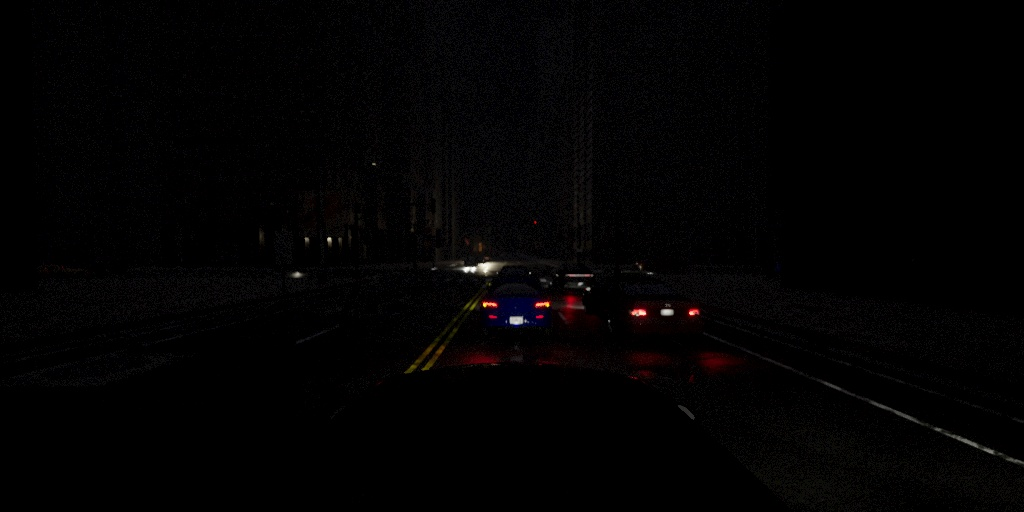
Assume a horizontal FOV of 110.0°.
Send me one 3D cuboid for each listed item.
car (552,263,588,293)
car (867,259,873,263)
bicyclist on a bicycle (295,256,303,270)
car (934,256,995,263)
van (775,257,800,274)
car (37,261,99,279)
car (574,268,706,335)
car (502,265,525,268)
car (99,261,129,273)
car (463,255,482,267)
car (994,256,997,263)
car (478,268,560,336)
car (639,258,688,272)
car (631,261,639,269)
[{"bbox_3d":[3.350,1.157,20.031,2.128,1.511,4.902,0,0,0],"label":"car"},{"bbox_3d":[32.970,1.188,35.269,4.207,1.307,1.802,0,0,0],"label":"car"},{"bbox_3d":[-25.875,0.837,43.630,0.582,1.620,1.656,0,1,0],"label":"bicyclist on a bicycle"},{"bbox_3d":[43.849,1.036,35.205,4.097,1.591,1.967,0,0,0],"label":"car"},{"bbox_3d":[27.529,0.953,35.302,3.998,1.789,1.690,0,0,0],"label":"van"},{"bbox_3d":[-40.824,1.330,32.252,4.829,1.417,1.751,0,0,0],"label":"car"},{"bbox_3d":[3.352,1.260,10.284,2.033,1.411,5.357,0,0,0],"label":"car"},{"bbox_3d":[0.098,1.215,19.760,2.033,1.411,5.357,0,0,0],"label":"car"},{"bbox_3d":[-46.415,1.209,40.774,4.507,1.381,1.888,0,0,0],"label":"car"},{"bbox_3d":[-6.552,0.983,57.356,2.128,1.511,4.902,0,0,0],"label":"car"},{"bbox_3d":[49.290,0.913,35.172,5.009,1.841,2.192,0,0,0],"label":"car"},{"bbox_3d":[0.094,1.238,10.186,1.812,1.442,4.674,0,0,0],"label":"car"},{"bbox_3d":[17.737,0.991,41.207,5.008,1.535,1.882,-1,1,0],"label":"car"},{"bbox_3d":[16.695,0.904,43.890,4.097,1.591,1.967,0,0,0],"label":"car"}]
